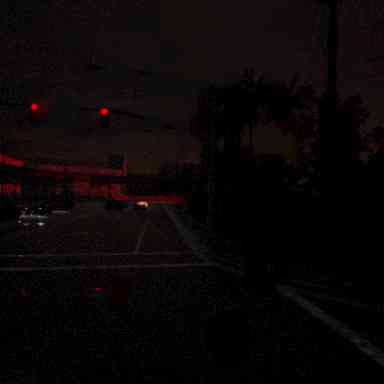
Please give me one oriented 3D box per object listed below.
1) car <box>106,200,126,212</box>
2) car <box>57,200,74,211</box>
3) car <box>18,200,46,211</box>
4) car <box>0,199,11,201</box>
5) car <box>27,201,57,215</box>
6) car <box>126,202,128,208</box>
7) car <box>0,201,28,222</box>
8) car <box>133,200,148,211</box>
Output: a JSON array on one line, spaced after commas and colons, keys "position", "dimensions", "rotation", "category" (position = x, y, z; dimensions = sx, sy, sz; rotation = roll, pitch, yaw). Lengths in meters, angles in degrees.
[{"position": [-11.640, 1.964, 50.128], "dimensions": [2.097, 1.767, 4.553], "rotation": [2, -1, -6], "category": "car"}, {"position": [-18.507, 1.930, 48.039], "dimensions": [2.033, 1.411, 5.357], "rotation": [2, -1, -6], "category": "car"}, {"position": [-21.740, 1.857, 45.273], "dimensions": [1.895, 1.301, 4.718], "rotation": [2, -1, -6], "category": "car"}, {"position": [-20.670, 1.525, 35.380], "dimensions": [2.097, 1.767, 4.553], "rotation": [2, -1, -6], "category": "car"}, {"position": [-17.466, 1.831, 38.206], "dimensions": [1.812, 1.442, 4.674], "rotation": [2, -1, -6], "category": "car"}, {"position": [-12.740, 2.159, 60.101], "dimensions": [1.882, 1.535, 5.008], "rotation": [2, -1, -6], "category": "car"}, {"position": [-16.409, 1.744, 28.521], "dimensions": [2.033, 1.411, 5.357], "rotation": [2, -1, -6], "category": "car"}, {"position": [-8.333, 2.342, 52.897], "dimensions": [1.895, 1.301, 4.718], "rotation": [2, -1, -6], "category": "car"}]
